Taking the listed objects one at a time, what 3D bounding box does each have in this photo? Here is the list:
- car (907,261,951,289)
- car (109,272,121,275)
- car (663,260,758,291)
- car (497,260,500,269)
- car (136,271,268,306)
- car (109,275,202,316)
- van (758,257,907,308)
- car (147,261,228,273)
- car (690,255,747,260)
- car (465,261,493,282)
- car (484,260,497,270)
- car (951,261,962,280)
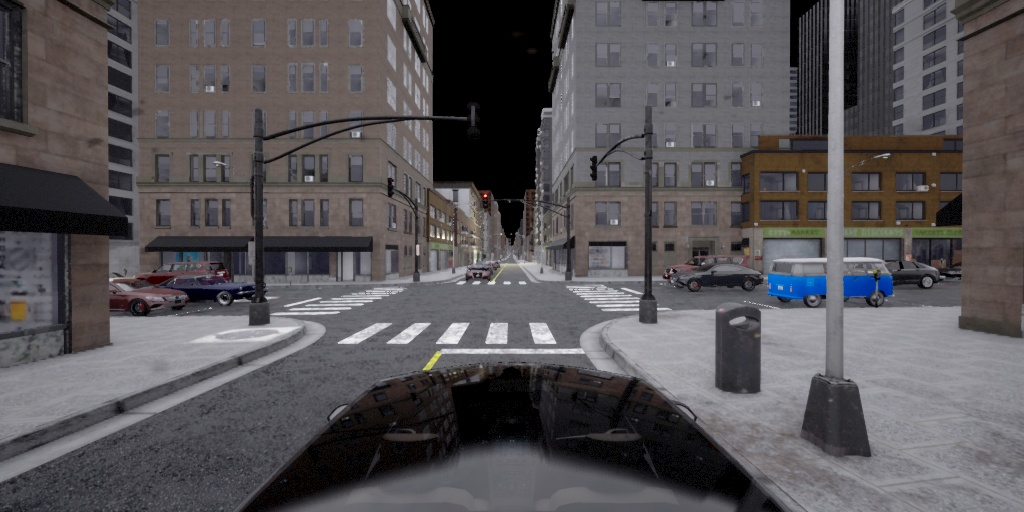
[{"bbox_3d":[20.289,0.980,19.608,4.892,1.490,1.837,-1,0,0],"label":"car"},{"bbox_3d":[-26.017,1.550,22.165,4.829,1.417,1.751,0,0,0],"label":"car"},{"bbox_3d":[11.103,1.113,19.603,4.674,1.442,1.812,-1,0,1],"label":"car"},{"bbox_3d":[-3.077,1.298,51.617,1.812,1.442,4.674,0,0,0],"label":"car"},{"bbox_3d":[-13.953,1.517,16.330,4.718,1.301,1.895,-1,0,0],"label":"car"},{"bbox_3d":[-14.817,1.527,13.666,4.207,1.307,1.802,0,0,0],"label":"car"},{"bbox_3d":[12.119,0.957,13.729,3.998,1.789,1.690,0,0,0],"label":"van"},{"bbox_3d":[-20.343,1.270,22.178,5.009,1.841,2.192,0,0,0],"label":"car"},{"bbox_3d":[12.098,0.871,22.255,5.009,1.841,2.192,0,0,0],"label":"car"},{"bbox_3d":[-2.771,1.315,29.352,1.994,1.385,4.181,0,0,-5],"label":"car"},{"bbox_3d":[-3.091,1.251,39.994,2.128,1.511,4.902,0,0,0],"label":"car"},{"bbox_3d":[28.926,0.915,22.295,4.313,1.339,1.948,0,0,0],"label":"car"}]
